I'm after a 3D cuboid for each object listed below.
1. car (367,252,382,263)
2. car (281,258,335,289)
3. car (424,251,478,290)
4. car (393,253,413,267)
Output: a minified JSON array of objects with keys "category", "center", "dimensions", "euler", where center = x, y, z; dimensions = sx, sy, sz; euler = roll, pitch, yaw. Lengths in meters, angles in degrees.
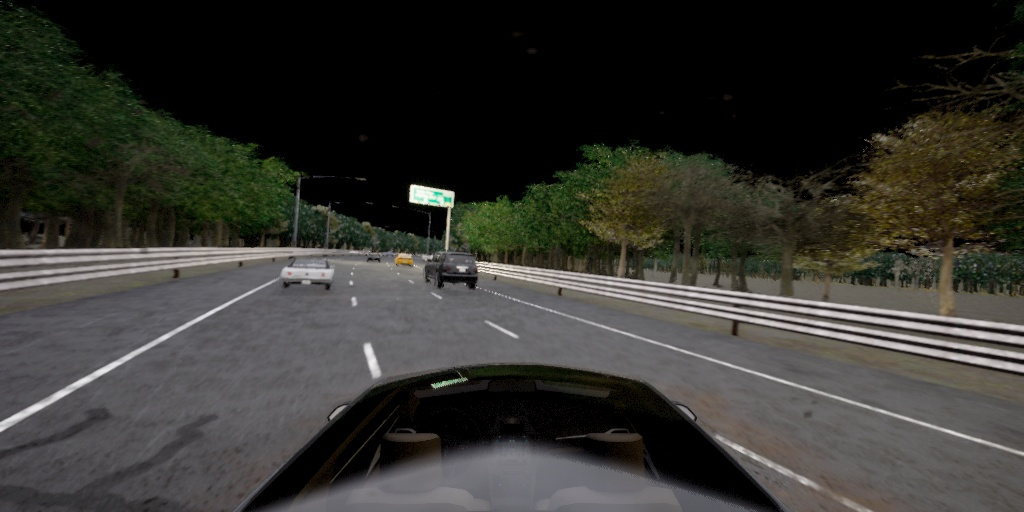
[{"category":"car","center":[-20.045,0.211,52.185],"dimensions":[1.837,1.490,4.892],"euler":[4,-2,-20]},{"category":"car","center":[-9.417,0.751,16.900],"dimensions":[1.895,1.301,4.718],"euler":[4,0,-24]},{"category":"car","center":[-3.696,0.780,21.242],"dimensions":[2.150,2.045,5.566],"euler":[4,0,-24]},{"category":"car","center":[-13.575,0.502,45.029],"dimensions":[1.882,1.535,5.008],"euler":[4,0,-20]}]
